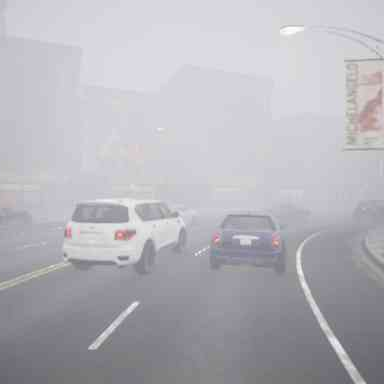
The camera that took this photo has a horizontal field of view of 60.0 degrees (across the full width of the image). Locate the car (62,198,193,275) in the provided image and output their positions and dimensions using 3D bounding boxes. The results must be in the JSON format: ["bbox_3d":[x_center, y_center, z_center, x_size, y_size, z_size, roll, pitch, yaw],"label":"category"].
[{"bbox_3d":[-1.806,1.217,10.762,2.150,2.045,5.566,0,0,14],"label":"car"}]

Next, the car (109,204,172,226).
[{"bbox_3d":[-3.633,1.595,24.336,1.895,1.301,4.718,0,0,33],"label":"car"}]

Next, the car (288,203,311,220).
[{"bbox_3d":[7.725,1.624,27.306,5.357,1.411,2.033,0,0,-44],"label":"car"}]

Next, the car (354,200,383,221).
[{"bbox_3d":[16.364,1.491,29.252,4.553,1.767,2.097,0,0,-31],"label":"car"}]

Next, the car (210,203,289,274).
[{"bbox_3d":[2.011,1.375,11.010,2.097,1.767,4.553,1,0,15],"label":"car"}]

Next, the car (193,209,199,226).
[{"bbox_3d":[-1.251,1.534,21.477,1.812,1.442,4.674,0,0,31],"label":"car"}]
